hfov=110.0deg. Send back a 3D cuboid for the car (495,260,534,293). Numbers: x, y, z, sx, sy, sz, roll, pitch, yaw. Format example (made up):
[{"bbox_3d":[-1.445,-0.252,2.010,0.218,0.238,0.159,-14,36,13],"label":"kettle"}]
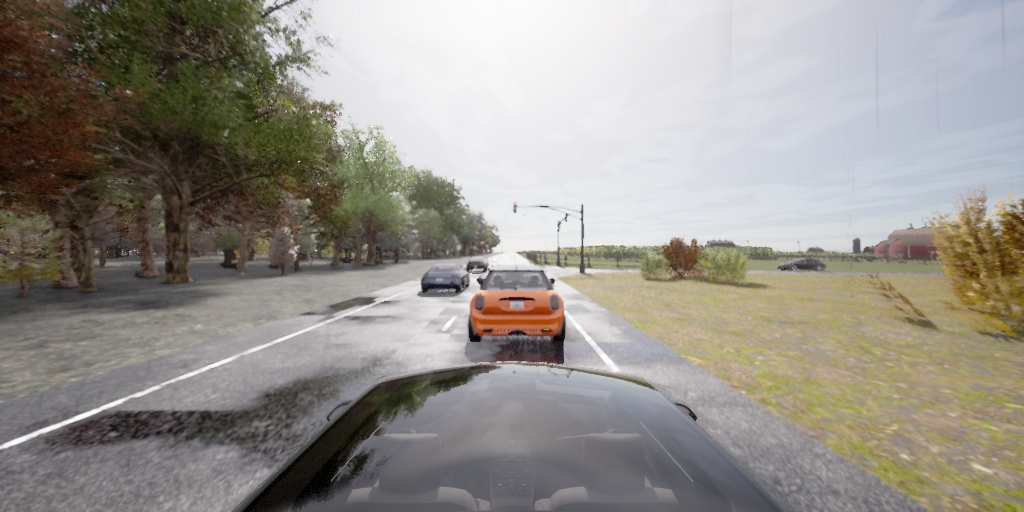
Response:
[{"bbox_3d":[0.119,1.013,19.307,1.812,1.442,4.674,0,1,0],"label":"car"}]

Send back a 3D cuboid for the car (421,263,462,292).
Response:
[{"bbox_3d":[-3.386,1.059,18.796,1.994,1.385,4.181,0,1,0],"label":"car"}]

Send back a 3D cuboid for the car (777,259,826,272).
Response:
[{"bbox_3d":[33.465,1.069,41.534,4.892,1.490,1.837,1,0,0],"label":"car"}]

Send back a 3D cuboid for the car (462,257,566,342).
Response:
[{"bbox_3d":[0.107,0.987,9.479,2.097,1.767,4.553,0,1,0],"label":"car"}]

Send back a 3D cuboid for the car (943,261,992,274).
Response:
[{"bbox_3d":[48.675,1.217,37.838,4.902,1.511,2.128,1,0,1],"label":"car"}]
